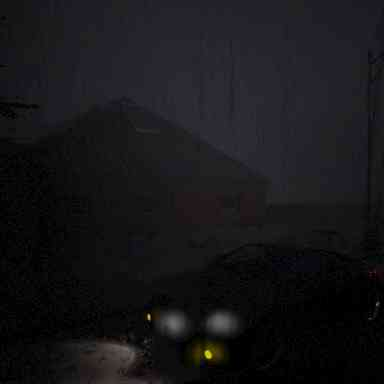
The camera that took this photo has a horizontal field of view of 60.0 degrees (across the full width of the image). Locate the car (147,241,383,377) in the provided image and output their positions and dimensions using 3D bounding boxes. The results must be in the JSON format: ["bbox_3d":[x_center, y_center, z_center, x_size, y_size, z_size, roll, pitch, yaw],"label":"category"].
[{"bbox_3d":[1.377,1.573,5.589,4.181,1.385,1.994,0,0,-36],"label":"car"}]
